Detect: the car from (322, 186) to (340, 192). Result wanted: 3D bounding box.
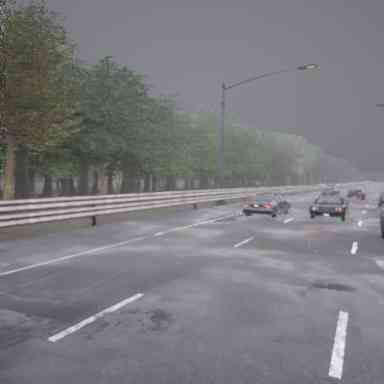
[{"bbox_3d":[19.009,-0.072,45.479,2.128,1.511,4.902,2,3,31],"label":"car"}]

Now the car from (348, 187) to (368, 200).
[{"bbox_3d":[20.258,0.152,40.740,1.837,1.490,4.892,2,3,31],"label":"car"}]

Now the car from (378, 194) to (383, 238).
[{"bbox_3d":[8.999,1.062,13.924,1.837,1.490,4.892,2,3,29],"label":"car"}]

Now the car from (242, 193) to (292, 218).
[{"bbox_3d":[4.821,0.767,20.813,2.033,1.411,5.357,2,3,29],"label":"car"}]

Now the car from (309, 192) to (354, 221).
[{"bbox_3d":[8.440,0.901,20.124,1.895,1.301,4.718,2,3,29],"label":"car"}]

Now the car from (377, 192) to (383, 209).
[{"bbox_3d":[17.803,0.579,29.713,1.812,1.442,4.674,2,3,30],"label":"car"}]
